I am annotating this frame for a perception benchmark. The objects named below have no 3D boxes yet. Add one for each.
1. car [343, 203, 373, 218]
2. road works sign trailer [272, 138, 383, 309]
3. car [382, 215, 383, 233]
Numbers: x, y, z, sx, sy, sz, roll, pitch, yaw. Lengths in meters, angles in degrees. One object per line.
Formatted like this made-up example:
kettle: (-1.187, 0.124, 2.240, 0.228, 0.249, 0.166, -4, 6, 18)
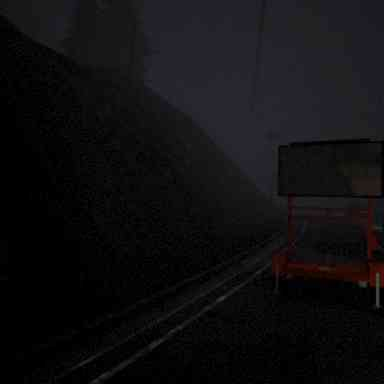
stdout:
car: (16.601, 1.830, 33.416, 2.033, 1.411, 5.357, 1, 0, 14)
road works sign trailer: (3.409, 0.525, 8.334, 2.380, 3.560, 2.880, 1, 0, 25)
car: (11.261, 1.665, 17.368, 2.128, 1.511, 4.902, 1, 0, 22)
